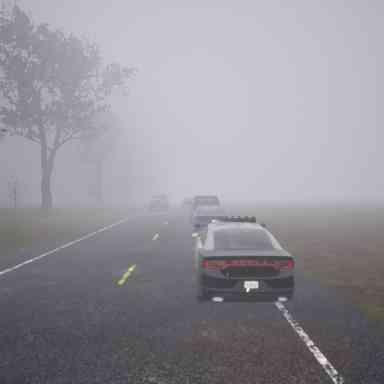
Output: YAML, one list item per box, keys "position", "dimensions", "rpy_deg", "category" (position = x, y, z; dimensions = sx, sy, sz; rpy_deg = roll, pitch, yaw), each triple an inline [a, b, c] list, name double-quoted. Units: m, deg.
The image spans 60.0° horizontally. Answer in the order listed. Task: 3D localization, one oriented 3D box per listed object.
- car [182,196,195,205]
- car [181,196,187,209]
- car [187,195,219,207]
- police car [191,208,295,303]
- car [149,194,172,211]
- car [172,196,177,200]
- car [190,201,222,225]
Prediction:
- position: [-0.638, 1.537, 58.885]
  dimensions: [2.128, 1.511, 4.902]
  rpy_deg: [0, 0, -1]
  category: "car"
- position: [-0.367, 1.382, 45.836]
  dimensions: [2.097, 1.767, 4.553]
  rpy_deg: [0, 0, 0]
  category: "car"
- position: [0.933, 1.233, 24.364]
  dimensions: [2.150, 2.045, 5.566]
  rpy_deg: [0, 0, -1]
  category: "car"
- position: [1.034, 1.426, 8.427]
  dimensions: [1.930, 1.638, 5.238]
  rpy_deg: [0, 0, 0]
  category: "police car"
- position: [-3.917, 1.246, 40.763]
  dimensions: [2.150, 2.045, 5.566]
  rpy_deg: [0, 0, -1]
  category: "car"
- position: [-5.093, 1.671, 93.364]
  dimensions: [1.994, 1.385, 4.181]
  rpy_deg: [0, 0, -2]
  category: "car"
- position: [0.981, 1.483, 18.327]
  dimensions: [1.882, 1.535, 5.008]
  rpy_deg: [0, 0, 0]
  category: "car"
